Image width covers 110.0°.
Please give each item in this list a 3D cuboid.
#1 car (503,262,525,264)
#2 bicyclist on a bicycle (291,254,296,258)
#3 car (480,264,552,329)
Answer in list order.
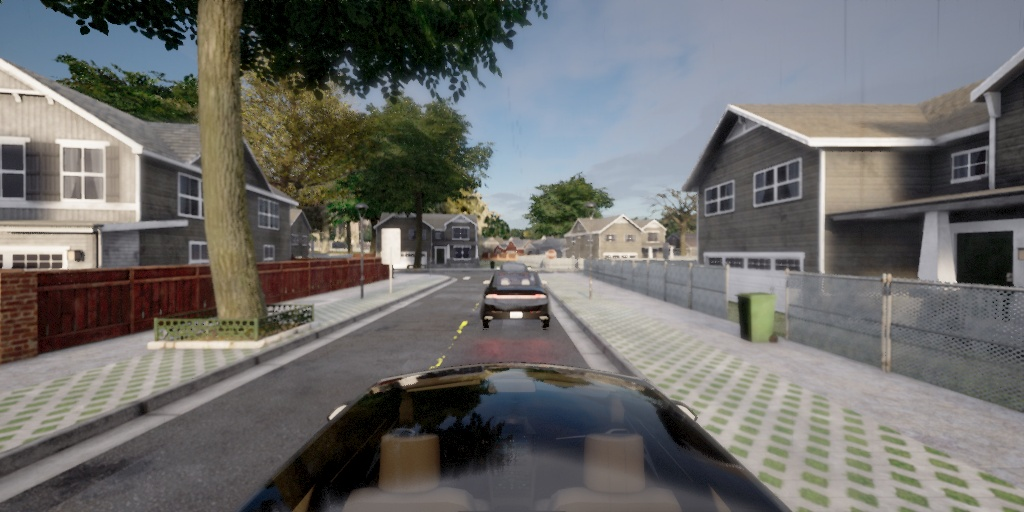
[{"bbox_3d":[0.115,1.093,21.087,1.882,1.535,5.008,0,0,0],"label":"car"},{"bbox_3d":[-22.313,0.639,36.576,0.582,1.620,1.656,0,1,-12],"label":"bicyclist on a bicycle"},{"bbox_3d":[0.107,1.178,10.998,2.128,1.511,4.902,0,0,0],"label":"car"}]
